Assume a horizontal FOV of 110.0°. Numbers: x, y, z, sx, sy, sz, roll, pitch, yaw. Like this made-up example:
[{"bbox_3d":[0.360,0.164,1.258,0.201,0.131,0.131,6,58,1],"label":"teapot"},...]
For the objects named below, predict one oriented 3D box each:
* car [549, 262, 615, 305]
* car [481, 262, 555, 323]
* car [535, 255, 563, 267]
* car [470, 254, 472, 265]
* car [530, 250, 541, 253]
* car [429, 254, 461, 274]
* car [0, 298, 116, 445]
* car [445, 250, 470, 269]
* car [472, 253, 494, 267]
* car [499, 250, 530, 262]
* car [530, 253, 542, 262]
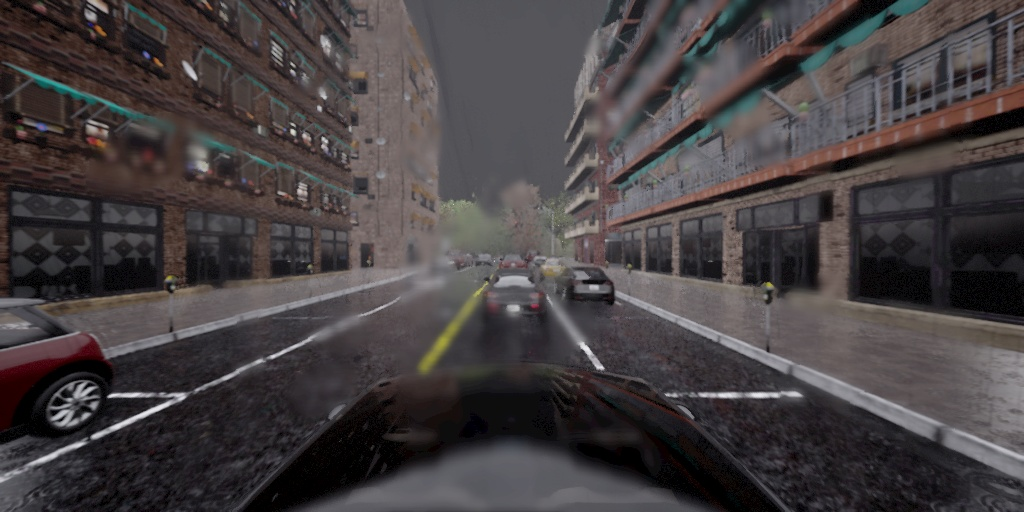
[{"bbox_3d":[2.767,1.060,14.205,1.948,1.339,4.313,0,0,0],"label":"car"},{"bbox_3d":[0.084,1.083,11.083,1.812,1.442,4.674,0,1,0],"label":"car"},{"bbox_3d":[2.835,0.805,24.867,1.751,1.417,4.829,0,0,0],"label":"car"},{"bbox_3d":[-5.809,0.506,41.434,1.948,1.339,4.313,0,0,0],"label":"car"},{"bbox_3d":[2.841,0.142,46.964,2.192,1.841,5.009,0,0,0],"label":"car"},{"bbox_3d":[-5.811,0.717,30.299,2.007,1.370,4.403,0,0,0],"label":"car"},{"bbox_3d":[-5.708,1.175,2.464,1.967,1.591,4.097,0,0,0],"label":"car"},{"bbox_3d":[-5.810,0.368,35.866,2.192,1.841,5.009,0,0,0],"label":"car"},{"bbox_3d":[-3.079,0.469,40.280,1.837,1.490,4.892,0,1,0],"label":"car"},{"bbox_3d":[0.092,0.567,27.901,2.097,1.767,4.553,0,1,0],"label":"car"},{"bbox_3d":[2.838,0.603,35.831,2.007,1.370,4.403,0,0,0],"label":"car"}]
